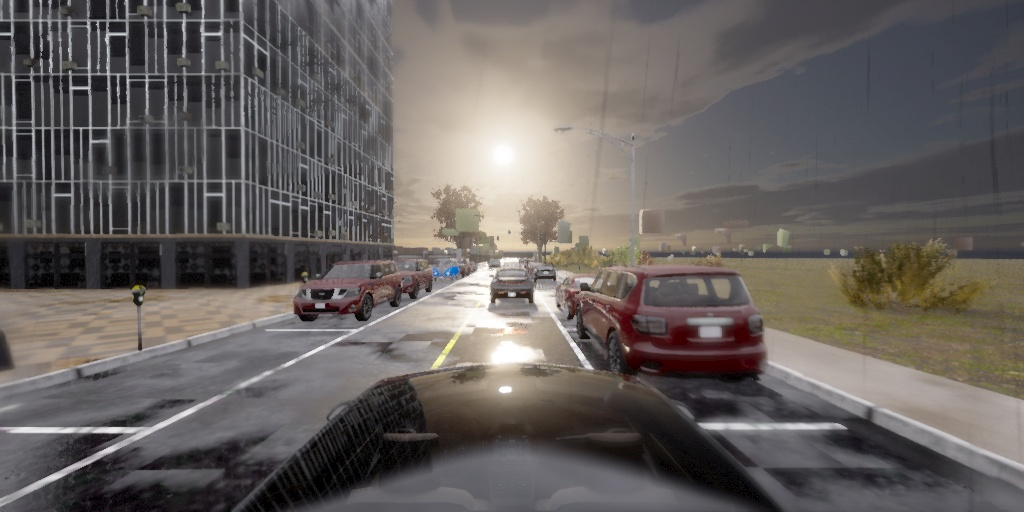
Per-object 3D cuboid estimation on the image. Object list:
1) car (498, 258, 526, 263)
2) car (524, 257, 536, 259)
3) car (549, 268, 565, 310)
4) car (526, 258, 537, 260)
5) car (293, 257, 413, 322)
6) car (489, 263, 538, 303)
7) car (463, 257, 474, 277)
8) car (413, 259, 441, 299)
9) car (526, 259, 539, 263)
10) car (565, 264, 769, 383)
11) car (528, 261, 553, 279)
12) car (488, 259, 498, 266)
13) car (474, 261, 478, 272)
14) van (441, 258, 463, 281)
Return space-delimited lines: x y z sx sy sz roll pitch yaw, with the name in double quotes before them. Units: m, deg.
"car" 0.000 1.234 31.502 1.882 1.535 5.008 0 0 0
"car" 2.694 1.072 50.083 2.192 1.841 5.009 0 0 0
"car" 2.565 1.290 12.523 1.888 1.381 4.507 0 0 0
"car" 2.580 1.298 41.446 1.888 1.381 4.507 0 0 0
"car" -5.316 1.060 12.461 2.192 1.841 5.009 0 0 0
"car" 0.000 1.263 16.501 1.837 1.490 4.892 0 0 0
"car" -5.316 1.064 34.652 2.192 1.841 5.009 0 0 0
"car" -5.316 1.060 18.009 2.192 1.841 5.009 0 0 0
"car" 2.565 1.295 34.687 1.888 1.381 4.507 0 0 0
"car" 2.565 1.060 6.982 2.192 1.841 5.009 0 0 0
"car" 2.565 1.313 29.146 1.948 1.339 4.313 0 0 0
"car" -2.750 1.323 58.504 1.837 1.490 4.892 0 0 0
"car" -5.316 1.297 40.200 1.888 1.381 4.507 0 0 0
"van" -5.316 1.088 29.104 1.690 1.789 3.998 0 0 0
